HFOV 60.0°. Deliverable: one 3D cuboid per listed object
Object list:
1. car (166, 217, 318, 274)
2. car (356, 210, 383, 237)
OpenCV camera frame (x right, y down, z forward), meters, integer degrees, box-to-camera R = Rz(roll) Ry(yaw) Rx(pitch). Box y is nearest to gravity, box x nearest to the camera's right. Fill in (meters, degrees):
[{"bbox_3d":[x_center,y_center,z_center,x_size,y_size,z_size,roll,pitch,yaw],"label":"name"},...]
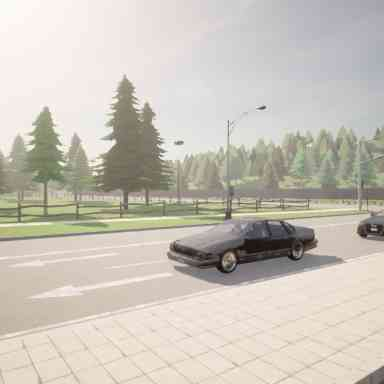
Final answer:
[{"bbox_3d":[1.861,1.547,10.826,5.357,1.411,2.033,0,0,-35],"label":"car"},{"bbox_3d":[10.102,1.564,16.619,4.181,1.385,1.994,0,0,-35],"label":"car"}]
